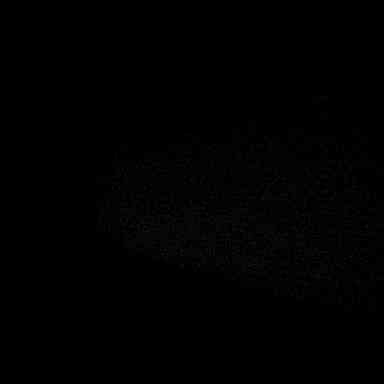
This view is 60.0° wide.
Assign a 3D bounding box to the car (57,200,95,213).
[{"bbox_3d":[-13.889,1.649,39.359,1.882,1.535,5.008,0,0,10],"label":"car"}]

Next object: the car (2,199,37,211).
[{"bbox_3d":[-23.453,1.724,45.435,1.994,1.385,4.181,0,0,15],"label":"car"}]

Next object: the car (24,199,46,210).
[{"bbox_3d":[-19.908,1.667,45.174,2.128,1.511,4.902,0,0,15],"label":"car"}]
